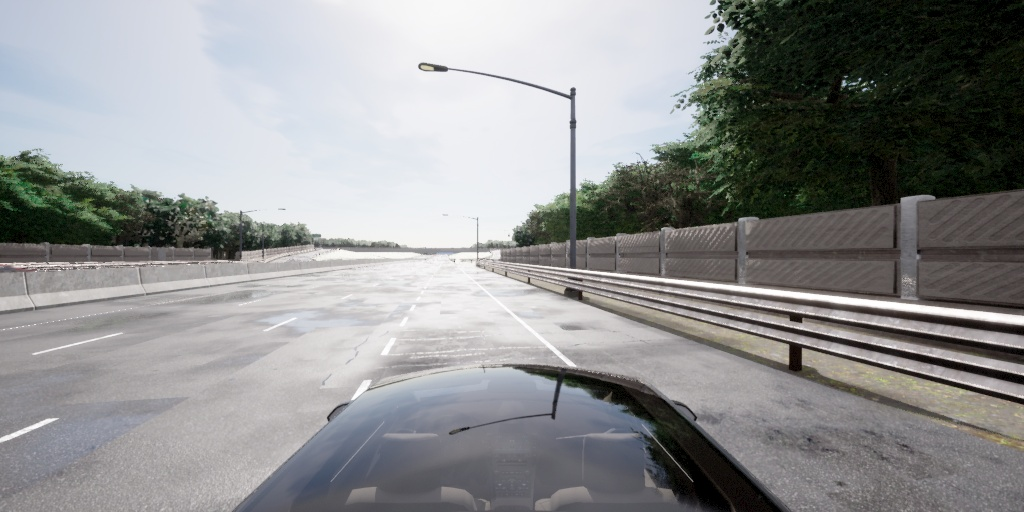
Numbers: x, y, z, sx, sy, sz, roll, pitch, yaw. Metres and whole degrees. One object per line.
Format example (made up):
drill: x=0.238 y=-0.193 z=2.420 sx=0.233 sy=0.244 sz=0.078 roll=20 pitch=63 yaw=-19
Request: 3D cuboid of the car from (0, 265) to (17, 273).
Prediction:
car: x=-27.669 y=1.257 z=17.034 sx=1.837 sy=1.490 sz=4.892 roll=0 pitch=0 yaw=-11

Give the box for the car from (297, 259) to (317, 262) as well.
car: x=-31.196 y=1.368 z=56.012 sx=1.994 sy=1.385 sz=4.181 roll=0 pitch=0 yaw=-10

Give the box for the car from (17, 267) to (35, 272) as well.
car: x=-32.053 y=1.232 z=21.454 sx=1.882 sy=1.535 sz=5.008 roll=0 pitch=0 yaw=-11
